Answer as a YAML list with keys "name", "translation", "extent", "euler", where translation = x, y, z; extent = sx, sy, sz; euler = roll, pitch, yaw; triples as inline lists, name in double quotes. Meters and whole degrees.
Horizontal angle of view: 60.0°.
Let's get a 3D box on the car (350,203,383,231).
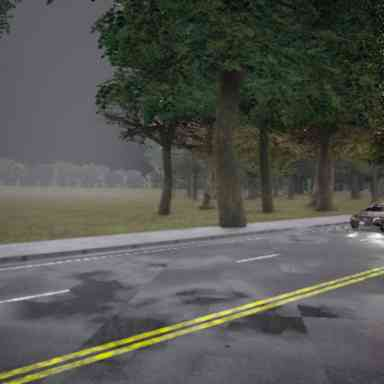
- name: "car"
  translation: [11.267, 1.422, 19.699]
  extent: [4.674, 1.442, 1.812]
  euler: [0, 0, -35]
